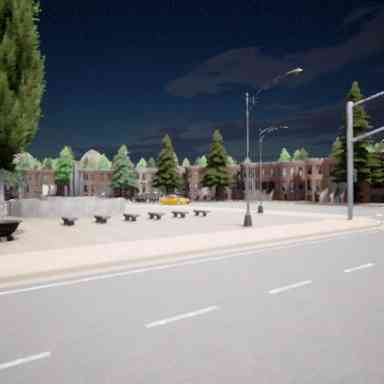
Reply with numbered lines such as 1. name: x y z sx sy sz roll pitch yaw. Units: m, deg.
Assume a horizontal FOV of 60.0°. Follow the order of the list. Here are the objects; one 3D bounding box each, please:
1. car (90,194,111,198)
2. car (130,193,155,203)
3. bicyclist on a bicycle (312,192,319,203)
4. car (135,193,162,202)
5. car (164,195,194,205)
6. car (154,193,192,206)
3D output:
1. car: -18.307 1.305 61.374 5.357 1.411 2.033 0 0 9
2. car: -8.511 1.190 58.498 4.892 1.490 1.837 0 0 22
3. bicyclist on a bicycle: 17.670 0.811 47.593 1.656 1.620 0.582 -1 1 -37
4. car: -8.067 1.007 62.047 4.553 1.767 2.097 0 0 21
5. car: -2.058 1.237 50.998 4.181 1.385 1.994 0 0 33
6. car: -2.430 1.181 47.067 5.008 1.535 1.882 0 0 35
